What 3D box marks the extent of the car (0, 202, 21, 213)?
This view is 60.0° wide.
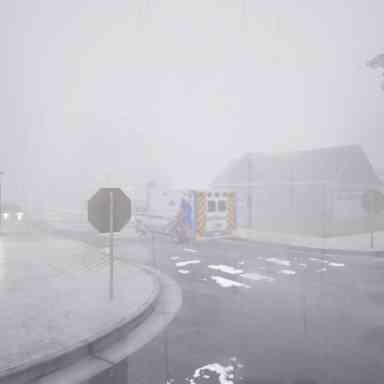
[{"bbox_3d":[-23.633,1.944,43.326,1.895,1.301,4.718,0,0,-36],"label":"car"}]

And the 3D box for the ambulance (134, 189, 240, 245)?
[{"bbox_3d":[-0.648,1.118,16.321,2.351,2.431,6.366,0,0,-36],"label":"ambulance"}]
